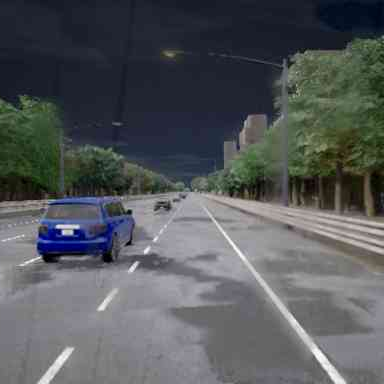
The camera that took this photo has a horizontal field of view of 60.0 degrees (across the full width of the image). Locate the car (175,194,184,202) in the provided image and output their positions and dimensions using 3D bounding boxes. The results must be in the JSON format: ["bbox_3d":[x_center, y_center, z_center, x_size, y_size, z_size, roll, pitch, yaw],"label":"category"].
[{"bbox_3d":[-3.470,1.689,76.805,1.895,1.301,4.718,0,0,0],"label":"car"}]

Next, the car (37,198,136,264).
[{"bbox_3d":[-3.496,1.227,12.033,2.150,2.045,5.566,0,0,0],"label":"car"}]

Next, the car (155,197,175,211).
[{"bbox_3d":[-3.485,1.535,41.126,1.837,1.490,4.892,0,0,0],"label":"car"}]
